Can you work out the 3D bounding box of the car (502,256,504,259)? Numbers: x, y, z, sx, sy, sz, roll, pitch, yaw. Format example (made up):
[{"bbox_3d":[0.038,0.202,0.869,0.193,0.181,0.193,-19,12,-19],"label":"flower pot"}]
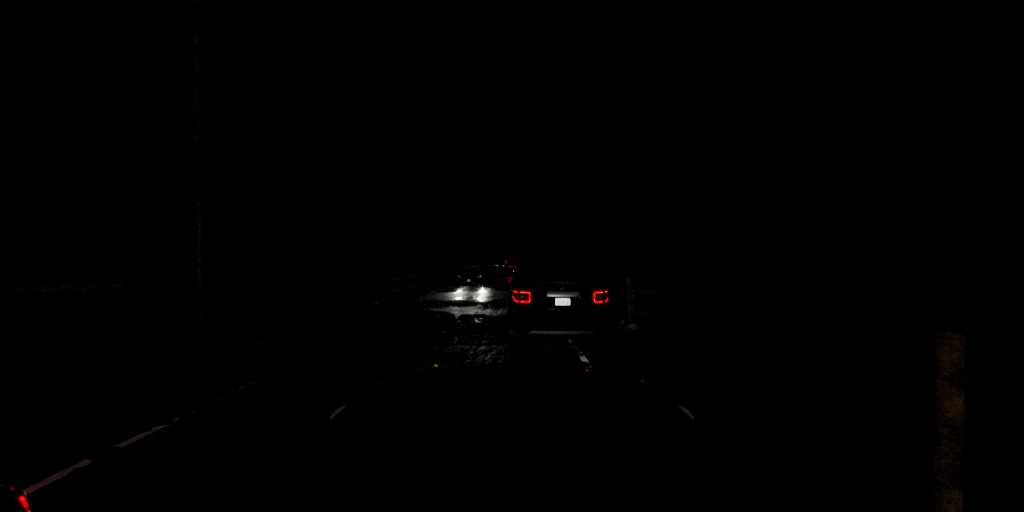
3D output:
[{"bbox_3d":[0.101,0.984,48.891,2.150,2.045,5.566,0,0,0],"label":"car"}]

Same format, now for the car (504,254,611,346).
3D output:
[{"bbox_3d":[0.982,0.972,9.567,2.150,2.045,5.566,0,0,0],"label":"car"}]

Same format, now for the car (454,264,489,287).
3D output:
[{"bbox_3d":[-2.702,1.275,24.768,1.812,1.442,4.674,0,0,0],"label":"car"}]

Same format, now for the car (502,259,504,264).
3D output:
[{"bbox_3d":[0.154,1.260,38.766,1.837,1.490,4.892,0,0,0],"label":"car"}]
